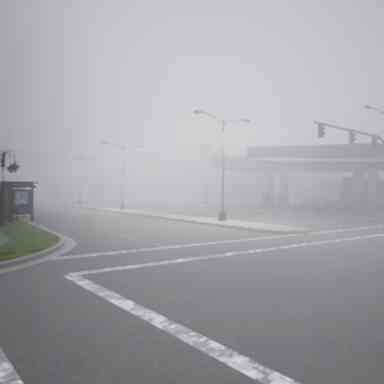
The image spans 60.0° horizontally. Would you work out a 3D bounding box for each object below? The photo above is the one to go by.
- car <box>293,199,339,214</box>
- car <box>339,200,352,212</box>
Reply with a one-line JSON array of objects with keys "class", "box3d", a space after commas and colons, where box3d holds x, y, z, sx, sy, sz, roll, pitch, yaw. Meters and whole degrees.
[{"class": "car", "box3d": [13.907, 1.586, 38.444, 2.242, 1.667, 4.611, 1, 0, -35]}, {"class": "car", "box3d": [18.142, 1.803, 42.397, 1.970, 1.475, 3.806, 1, 0, -35]}]
